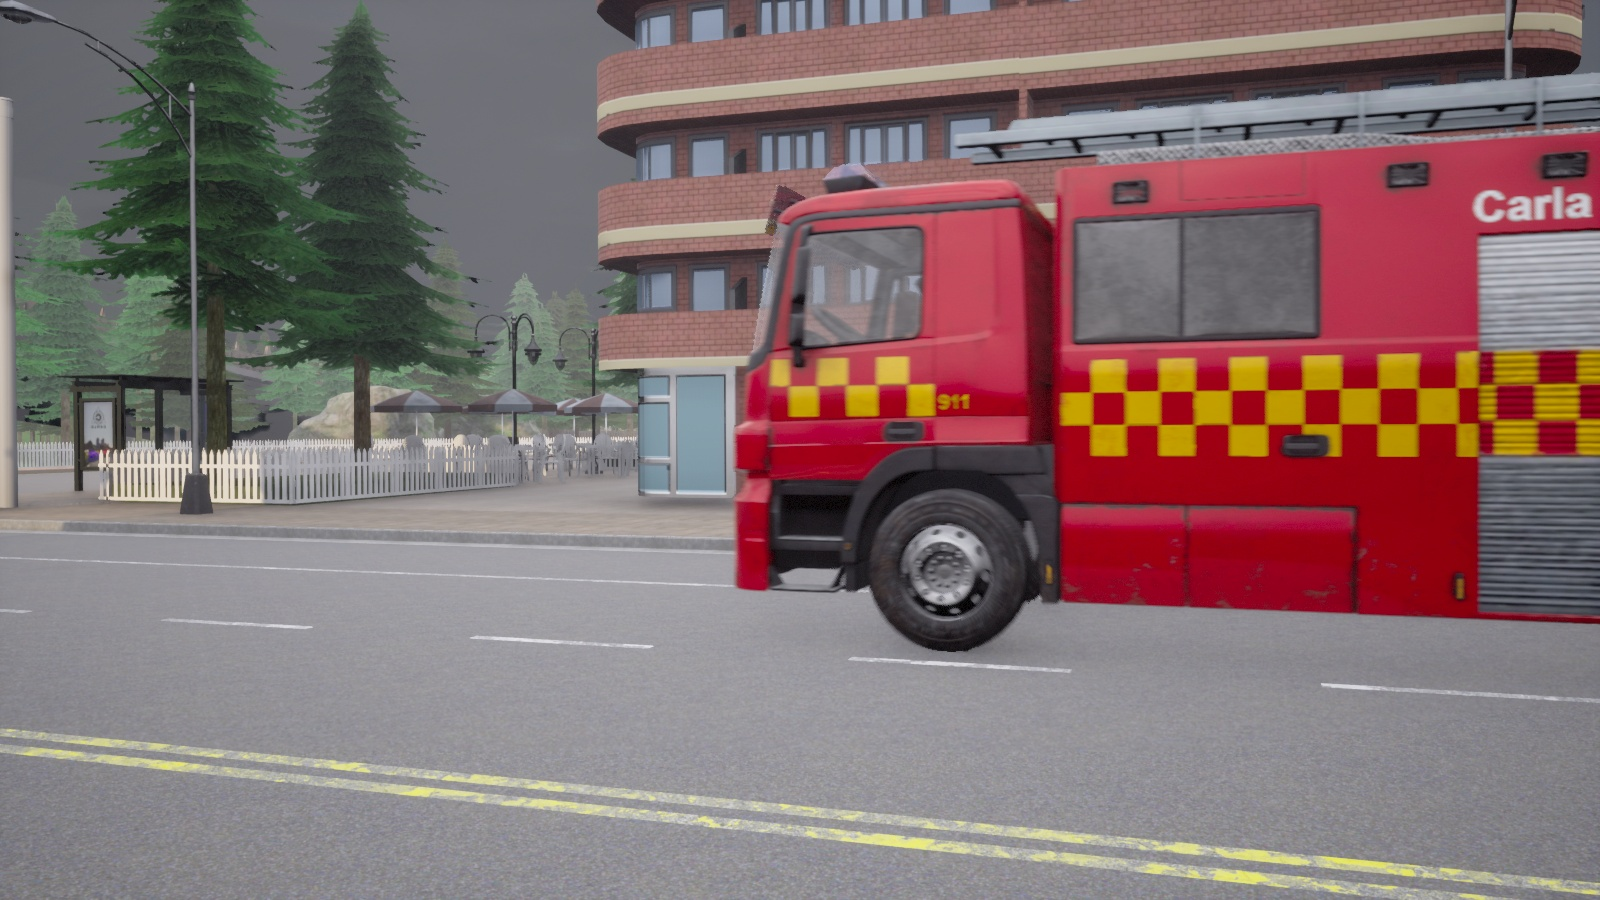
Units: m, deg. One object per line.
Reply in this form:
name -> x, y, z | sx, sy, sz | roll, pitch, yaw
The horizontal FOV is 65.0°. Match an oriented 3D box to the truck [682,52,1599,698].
truck -> 3.605, -0.474, 9.348 | 8.468, 3.827, 2.891 | 1, 1, 19
